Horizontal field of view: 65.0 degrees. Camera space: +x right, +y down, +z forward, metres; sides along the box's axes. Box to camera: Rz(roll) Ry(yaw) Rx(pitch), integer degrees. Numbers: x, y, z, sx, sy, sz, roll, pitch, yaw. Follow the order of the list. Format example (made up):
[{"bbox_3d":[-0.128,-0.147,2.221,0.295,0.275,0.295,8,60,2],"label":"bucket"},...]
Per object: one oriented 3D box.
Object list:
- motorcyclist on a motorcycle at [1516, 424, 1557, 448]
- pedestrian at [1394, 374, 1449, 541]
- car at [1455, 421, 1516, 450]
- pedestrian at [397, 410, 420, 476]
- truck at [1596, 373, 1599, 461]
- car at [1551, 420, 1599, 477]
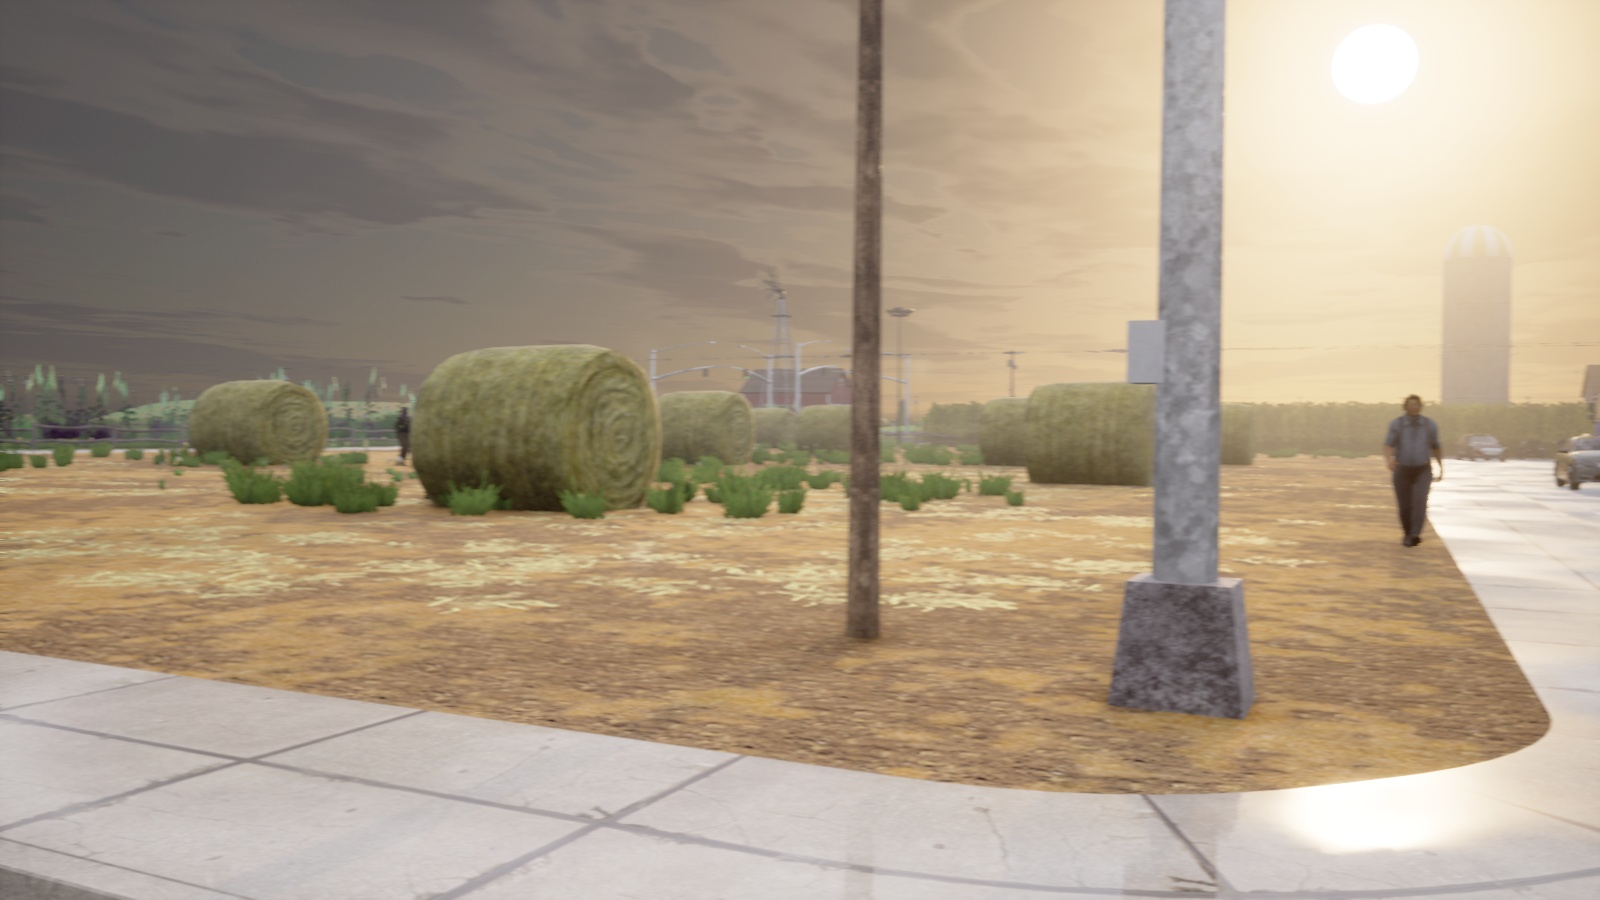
[{"bbox_3d":[48.293,-0.930,82.368,2.191,1.530,0.866,-1,2,-6],"label":"motorcyclist on a motorcycle"},{"bbox_3d":[7.092,0.081,14.343,0.540,1.848,0.694,0,1,25],"label":"pedestrian"},{"bbox_3d":[41.067,-0.893,75.309,2.033,1.649,4.856,0,1,14],"label":"car"},{"bbox_3d":[-11.722,-0.215,37.591,0.395,1.930,0.692,-1,1,-41],"label":"pedestrian"},{"bbox_3d":[31.302,-1.241,45.726,2.891,3.462,7.936,0,1,25],"label":"truck"},{"bbox_3d":[22.503,-0.086,35.069,2.128,1.511,4.902,0,1,25],"label":"car"}]
